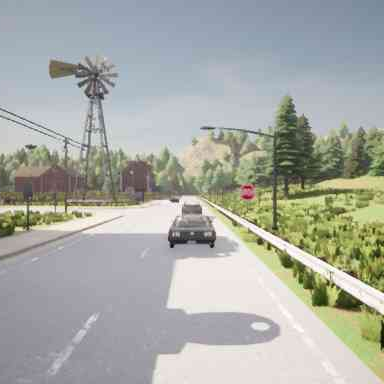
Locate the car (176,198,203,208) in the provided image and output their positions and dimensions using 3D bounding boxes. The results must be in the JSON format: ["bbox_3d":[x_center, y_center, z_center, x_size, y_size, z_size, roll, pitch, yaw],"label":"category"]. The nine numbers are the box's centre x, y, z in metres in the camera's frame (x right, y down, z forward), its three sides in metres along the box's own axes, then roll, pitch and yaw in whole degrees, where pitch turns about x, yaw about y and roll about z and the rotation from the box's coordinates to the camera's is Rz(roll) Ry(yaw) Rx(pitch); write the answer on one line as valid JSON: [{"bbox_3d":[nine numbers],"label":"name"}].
[{"bbox_3d":[0.000,1.492,29.650,2.128,1.511,4.902,0,0,0],"label":"car"}]

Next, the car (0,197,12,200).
[{"bbox_3d":[-32.297,1.517,57.536,1.784,1.438,3.905,0,0,0],"label":"car"}]

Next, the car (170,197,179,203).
[{"bbox_3d":[-3.500,1.653,67.895,1.895,1.301,4.718,0,0,0],"label":"car"}]

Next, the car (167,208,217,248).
[{"bbox_3d":[0.000,1.613,14.680,1.895,1.301,4.718,0,0,0],"label":"car"}]
